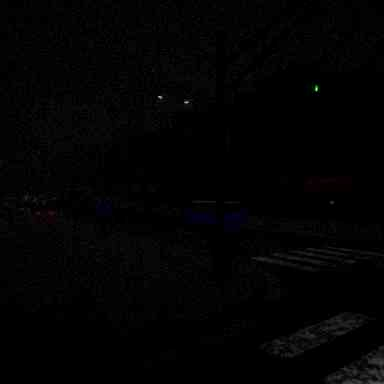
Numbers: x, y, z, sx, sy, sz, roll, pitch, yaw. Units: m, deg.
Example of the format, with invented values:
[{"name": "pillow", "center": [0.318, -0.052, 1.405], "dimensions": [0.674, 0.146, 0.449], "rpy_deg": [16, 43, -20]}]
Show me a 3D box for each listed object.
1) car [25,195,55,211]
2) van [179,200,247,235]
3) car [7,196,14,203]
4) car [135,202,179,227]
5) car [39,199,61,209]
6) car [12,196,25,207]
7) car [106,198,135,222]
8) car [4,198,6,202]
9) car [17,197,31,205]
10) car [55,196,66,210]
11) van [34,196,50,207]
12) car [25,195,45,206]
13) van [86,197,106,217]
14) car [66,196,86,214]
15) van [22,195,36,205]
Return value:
[{"name": "car", "center": [-19.823, 1.483, 43.374], "dimensions": [2.097, 1.767, 4.553], "rpy_deg": [0, 0, -36]}, {"name": "van", "center": [1.242, 1.374, 18.603], "dimensions": [1.690, 1.788, 3.998], "rpy_deg": [0, 0, -36]}, {"name": "car", "center": [-40.500, 1.698, 76.259], "dimensions": [1.967, 1.590, 4.097], "rpy_deg": [0, 0, -36]}, {"name": "car", "center": [-1.969, 1.488, 23.038], "dimensions": [1.967, 1.590, 4.097], "rpy_deg": [0, 0, -36]}, {"name": "car", "center": [-21.234, 1.702, 49.648], "dimensions": [2.008, 1.369, 4.403], "rpy_deg": [0, 0, -36]}, {"name": "car", "center": [-27.108, 1.772, 53.431], "dimensions": [1.895, 1.301, 4.718], "rpy_deg": [0, 0, -36]}, {"name": "car", "center": [-5.180, 1.504, 27.473], "dimensions": [1.967, 1.590, 4.097], "rpy_deg": [0, 0, -36]}, {"name": "car", "center": [-43.810, 1.801, 80.832], "dimensions": [1.752, 1.417, 4.829], "rpy_deg": [0, 0, -36]}, {"name": "car", "center": [-34.177, 1.749, 67.526], "dimensions": [1.752, 1.417, 4.829], "rpy_deg": [0, 0, -36]}, {"name": "car", "center": [-18.024, 1.449, 45.213], "dimensions": [2.192, 1.841, 5.009], "rpy_deg": [0, 0, -36]}, {"name": "van", "center": [-24.445, 1.510, 54.083], "dimensions": [1.690, 1.788, 3.998], "rpy_deg": [0, 0, -36]}, {"name": "car", "center": [-27.656, 1.502, 58.518], "dimensions": [2.192, 1.841, 5.009], "rpy_deg": [0, 0, -36]}, {"name": "van", "center": [-8.391, 1.422, 31.908], "dimensions": [1.690, 1.788, 3.998], "rpy_deg": [0, 0, -36]}, {"name": "car", "center": [-11.602, 1.413, 36.340], "dimensions": [2.192, 1.841, 5.009], "rpy_deg": [0, 0, -36]}, {"name": "van", "center": [-30.867, 1.546, 62.954], "dimensions": [1.690, 1.788, 3.998], "rpy_deg": [0, 0, -36]}]
